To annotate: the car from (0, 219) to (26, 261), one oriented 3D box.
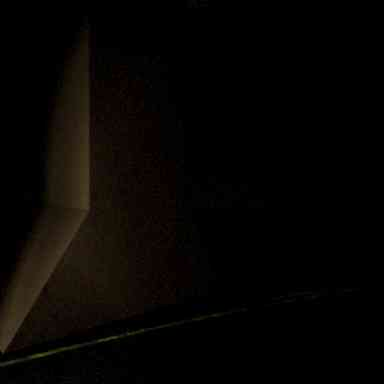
[{"bbox_3d":[-5.610,1.441,8.342,4.674,1.442,1.812,0,0,-33],"label":"car"}]
